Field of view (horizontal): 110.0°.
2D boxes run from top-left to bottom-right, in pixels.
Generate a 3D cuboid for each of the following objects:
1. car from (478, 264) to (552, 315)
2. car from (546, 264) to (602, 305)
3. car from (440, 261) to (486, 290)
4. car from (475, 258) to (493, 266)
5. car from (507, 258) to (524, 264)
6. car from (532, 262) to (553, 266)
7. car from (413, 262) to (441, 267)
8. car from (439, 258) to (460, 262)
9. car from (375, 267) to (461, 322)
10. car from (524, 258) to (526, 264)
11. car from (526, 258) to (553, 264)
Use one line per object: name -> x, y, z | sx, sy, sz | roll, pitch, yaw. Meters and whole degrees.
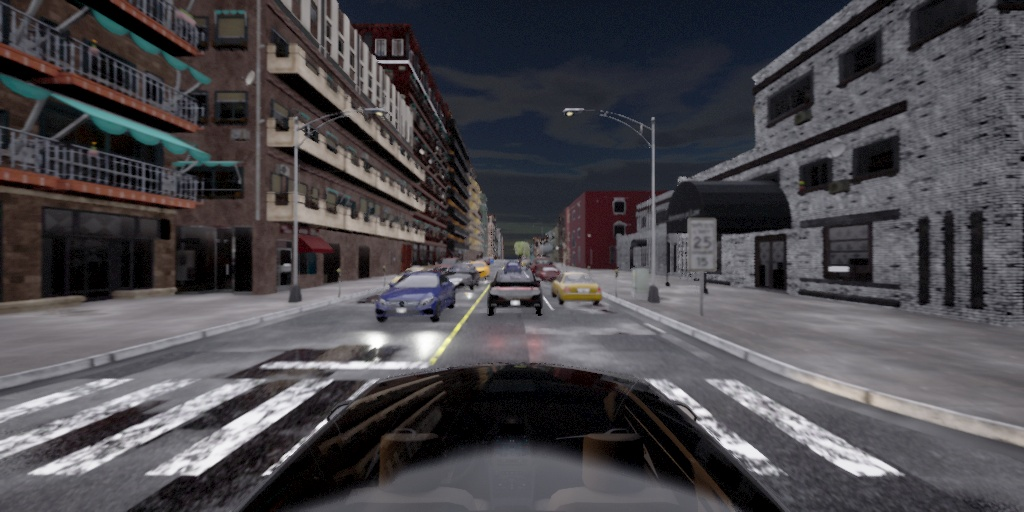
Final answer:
car -> 0.104, 1.232, 13.498 | 2.128, 1.511, 4.902 | 0, 0, 0
car -> 2.696, 1.269, 15.855 | 1.751, 1.417, 4.829 | 0, 0, 0
car -> -3.072, 1.238, 22.249 | 2.128, 1.511, 4.902 | 0, 0, 0
car -> -3.062, 1.234, 32.255 | 1.882, 1.535, 5.008 | 0, 0, 0
car -> 0.104, 1.293, 39.537 | 1.812, 1.442, 4.674 | 0, 0, 0
car -> 2.701, 1.335, 26.763 | 1.802, 1.307, 4.207 | 0, 0, 0
car -> -5.682, 1.269, 21.057 | 1.751, 1.417, 4.829 | 0, 0, 0
car -> -5.677, 1.070, 32.306 | 2.192, 1.841, 5.009 | 0, 0, 0
car -> -3.083, 1.263, 12.344 | 1.812, 1.442, 4.674 | 0, 0, 0
car -> 2.712, 1.334, 48.919 | 2.007, 1.370, 4.403 | 0, 0, 0
car -> 2.704, 1.074, 32.302 | 2.192, 1.841, 5.009 | 0, 0, 0
